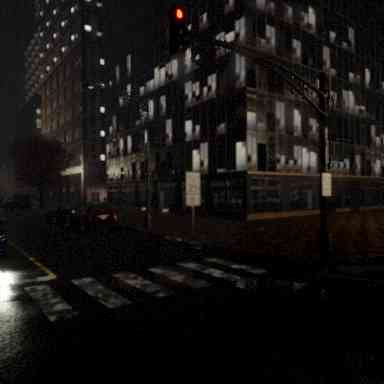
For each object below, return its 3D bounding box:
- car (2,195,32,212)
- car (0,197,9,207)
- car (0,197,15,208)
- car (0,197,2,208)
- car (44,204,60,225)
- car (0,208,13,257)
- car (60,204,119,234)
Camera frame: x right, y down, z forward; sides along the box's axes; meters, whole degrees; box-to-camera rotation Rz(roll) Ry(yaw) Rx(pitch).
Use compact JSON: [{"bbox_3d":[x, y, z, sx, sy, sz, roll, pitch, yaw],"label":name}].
[{"bbox_3d":[-19.364,1.250,37.226,2.192,1.841,5.009,0,0,-36],"label":"car"},{"bbox_3d":[-29.460,1.458,50.932,2.008,1.369,4.403,0,0,-36],"label":"car"},{"bbox_3d":[-26.094,1.462,46.364,1.887,1.381,4.507,0,0,-36],"label":"car"},{"bbox_3d":[-22.830,1.452,41.932,1.752,1.417,4.829,0,0,-36],"label":"car"},{"bbox_3d":[-9.188,1.505,23.579,2.008,1.369,4.403,0,0,-36],"label":"car"},{"bbox_3d":[-8.158,1.474,12.247,1.882,1.535,5.008,0,0,-38],"label":"car"},{"bbox_3d":[-5.796,1.398,19.025,1.967,1.590,4.097,0,0,-36],"label":"car"}]
